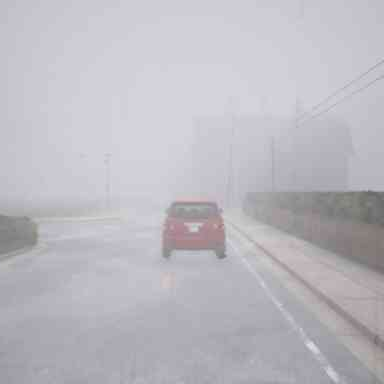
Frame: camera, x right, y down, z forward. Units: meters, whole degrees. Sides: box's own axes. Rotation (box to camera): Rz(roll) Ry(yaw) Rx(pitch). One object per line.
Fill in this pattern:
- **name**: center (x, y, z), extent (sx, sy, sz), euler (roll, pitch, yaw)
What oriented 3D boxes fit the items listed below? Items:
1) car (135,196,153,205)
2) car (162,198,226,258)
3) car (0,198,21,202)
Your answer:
- **car**: center (-8.747, 1.502, 60.690), extent (2.097, 1.767, 4.553), euler (0, 0, 12)
- **car**: center (0.076, 1.256, 13.100), extent (2.150, 2.045, 5.566), euler (0, 0, 0)
- **car**: center (-31.136, 1.705, 56.422), extent (4.181, 1.385, 1.994), euler (0, 0, 0)
